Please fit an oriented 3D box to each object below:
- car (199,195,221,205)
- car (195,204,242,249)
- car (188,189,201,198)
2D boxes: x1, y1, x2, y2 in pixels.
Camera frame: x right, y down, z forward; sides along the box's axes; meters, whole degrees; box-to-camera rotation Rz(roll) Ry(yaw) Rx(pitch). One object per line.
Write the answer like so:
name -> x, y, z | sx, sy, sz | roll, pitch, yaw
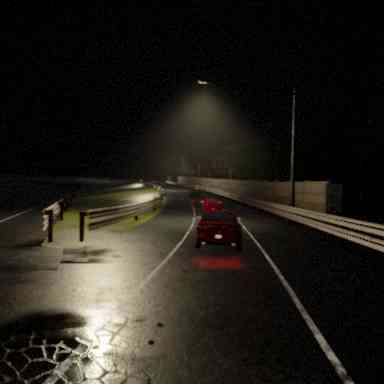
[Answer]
car -> 1.981, 1.388, 34.435 | 1.882, 1.535, 5.008 | 2, 1, 0
car -> 1.214, 1.577, 15.267 | 1.882, 1.535, 5.008 | 2, 0, 5
car -> 0.415, 0.273, 60.721 | 2.128, 1.511, 4.902 | 1, 3, -7
